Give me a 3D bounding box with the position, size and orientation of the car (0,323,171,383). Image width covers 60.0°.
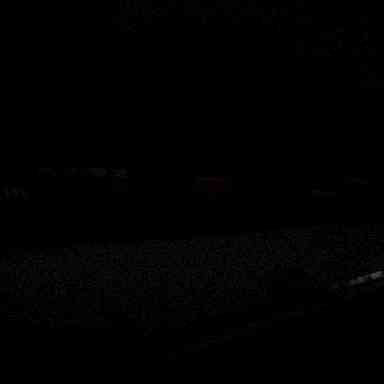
[{"bbox_3d":[-2.009,1.565,1.619,4.181,1.385,1.994,0,0,-36],"label":"car"}]
